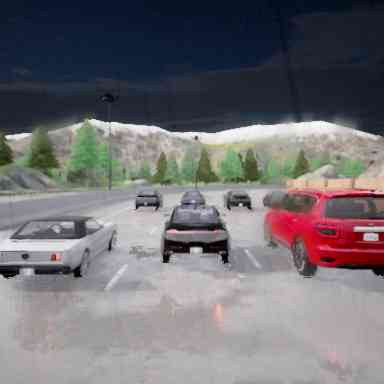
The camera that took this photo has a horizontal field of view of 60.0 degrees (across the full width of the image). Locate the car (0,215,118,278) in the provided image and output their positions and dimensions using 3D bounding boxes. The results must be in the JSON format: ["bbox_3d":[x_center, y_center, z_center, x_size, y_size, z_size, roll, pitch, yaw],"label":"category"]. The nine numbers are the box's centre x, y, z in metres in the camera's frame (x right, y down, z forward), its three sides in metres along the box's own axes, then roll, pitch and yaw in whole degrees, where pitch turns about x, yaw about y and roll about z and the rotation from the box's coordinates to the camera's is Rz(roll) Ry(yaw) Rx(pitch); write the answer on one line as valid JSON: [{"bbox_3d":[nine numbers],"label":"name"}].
[{"bbox_3d":[-3.401,1.290,9.100,1.895,1.301,4.718,0,2,0],"label":"car"}]

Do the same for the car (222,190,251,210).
[{"bbox_3d":[3.597,0.595,26.953,1.837,1.490,4.892,0,2,0],"label":"car"}]

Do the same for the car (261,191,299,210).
[{"bbox_3d":[7.097,0.640,27.366,1.994,1.385,4.181,0,2,0],"label":"car"}]

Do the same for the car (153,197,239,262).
[{"bbox_3d":[0.098,1.132,10.562,2.128,1.511,4.902,0,2,0],"label":"car"}]

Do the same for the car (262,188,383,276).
[{"bbox_3d":[3.598,0.902,9.361,2.150,2.045,5.566,0,2,0],"label":"car"}]

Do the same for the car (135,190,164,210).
[{"bbox_3d":[-3.403,0.584,26.876,2.128,1.511,4.902,0,2,0],"label":"car"}]

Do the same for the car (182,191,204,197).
[{"bbox_3d":[0.097,0.637,27.473,1.994,1.385,4.181,0,2,0],"label":"car"}]
